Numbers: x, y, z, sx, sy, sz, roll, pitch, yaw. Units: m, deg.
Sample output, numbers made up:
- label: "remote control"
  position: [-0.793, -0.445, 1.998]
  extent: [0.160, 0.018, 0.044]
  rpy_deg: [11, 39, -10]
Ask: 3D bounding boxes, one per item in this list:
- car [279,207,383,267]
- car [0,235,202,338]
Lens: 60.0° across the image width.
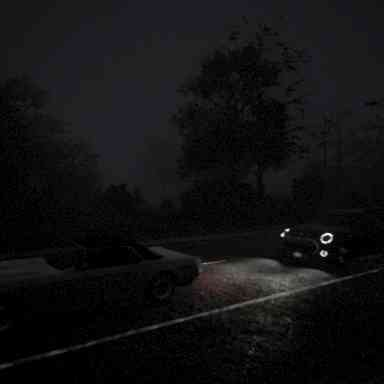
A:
- label: "car"
  position: [5.191, 1.405, 11.769]
  extent: [4.553, 1.767, 2.097]
  rpy_deg: [0, 0, -34]
- label: "car"
  position: [-2.196, 1.606, 6.676]
  extent: [4.718, 1.301, 1.895]
  rpy_deg: [0, 0, -35]
